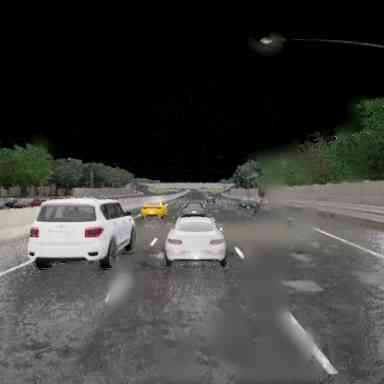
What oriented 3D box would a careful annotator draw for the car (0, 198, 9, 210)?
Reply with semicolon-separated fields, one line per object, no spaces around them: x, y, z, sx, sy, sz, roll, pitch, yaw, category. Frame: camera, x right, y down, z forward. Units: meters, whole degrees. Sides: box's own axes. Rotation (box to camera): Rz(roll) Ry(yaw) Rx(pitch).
-24.364;1.569;43.344;2.128;1.511;4.902;0;0;1;car

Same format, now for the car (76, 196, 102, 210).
-13.857;1.433;44.969;2.097;1.767;4.553;0;0;1;car

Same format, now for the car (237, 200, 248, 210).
7.254;1.684;44.819;1.895;1.301;4.718;0;0;1;car

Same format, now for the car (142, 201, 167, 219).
-3.301;1.517;29.836;1.882;1.535;5.008;0;0;0;car

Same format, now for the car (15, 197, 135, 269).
-3.383;1.230;11.295;2.150;2.045;5.566;0;0;0;car

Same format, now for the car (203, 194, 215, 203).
4.074;1.702;73.891;1.812;1.442;4.674;0;0;1;car

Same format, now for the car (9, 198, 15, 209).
-20.881;1.552;42.671;1.882;1.535;5.008;0;0;1;car

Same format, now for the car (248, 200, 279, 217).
6.970;1.537;31.612;2.128;1.511;4.902;0;0;2;car

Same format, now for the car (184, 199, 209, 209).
0.195;1.602;29.012;1.994;1.385;4.181;0;0;0;car

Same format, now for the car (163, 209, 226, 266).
0.118;1.534;11.419;1.812;1.442;4.674;0;0;0;car

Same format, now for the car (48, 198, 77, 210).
-17.358;1.588;44.864;1.837;1.490;4.892;0;-1;1;car
